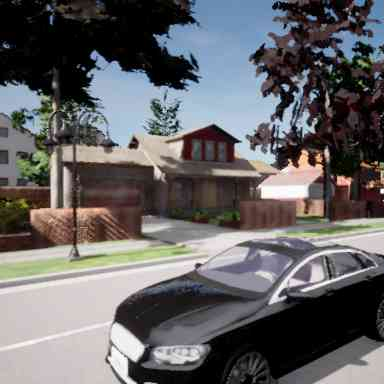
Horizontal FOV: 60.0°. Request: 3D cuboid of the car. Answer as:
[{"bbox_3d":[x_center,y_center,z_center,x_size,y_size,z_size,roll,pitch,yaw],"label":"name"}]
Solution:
[{"bbox_3d":[1.243,1.484,4.874,4.902,1.511,2.128,0,0,-35],"label":"car"}]
